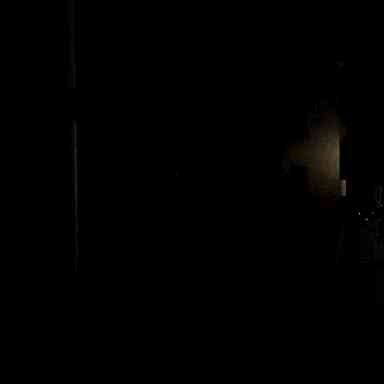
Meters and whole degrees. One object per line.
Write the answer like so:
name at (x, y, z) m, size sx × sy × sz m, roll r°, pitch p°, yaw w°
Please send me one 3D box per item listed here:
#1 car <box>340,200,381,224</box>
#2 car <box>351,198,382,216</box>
car at (9.760, 1.390, 22.580) m, size 1.895 × 1.301 × 4.718 m, roll -1°, pitch 0°, yaw -32°
car at (13.650, 1.160, 27.255) m, size 1.967 × 1.590 × 4.097 m, roll -1°, pitch 0°, yaw -35°
